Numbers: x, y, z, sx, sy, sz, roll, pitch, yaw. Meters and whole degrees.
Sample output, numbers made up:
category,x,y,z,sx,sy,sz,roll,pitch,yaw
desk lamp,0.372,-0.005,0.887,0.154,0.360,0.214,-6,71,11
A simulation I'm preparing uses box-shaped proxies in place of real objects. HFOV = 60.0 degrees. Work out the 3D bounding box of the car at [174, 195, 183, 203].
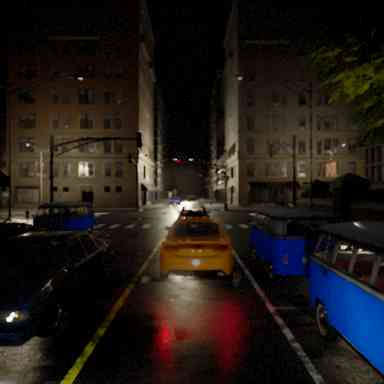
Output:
category,x,y,z,sx,sy,sz,roll,pitch,yaw
car,-3.080,1.580,76.071,1.882,1.535,5.008,0,0,0

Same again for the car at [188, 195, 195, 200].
category,x,y,z,sx,sy,sz,roll,pitch,yaw
car,-0.188,1.462,90.418,1.837,1.490,4.892,0,0,0

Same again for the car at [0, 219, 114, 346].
category,x,y,z,sx,sy,sz,roll,pitch,yaw
car,-3.049,1.558,6.934,2.033,1.411,5.357,0,0,1

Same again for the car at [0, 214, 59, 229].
category,x,y,z,sx,sy,sz,roll,pitch,yaw
car,-5.803,1.558,9.635,1.887,1.381,4.507,0,0,0

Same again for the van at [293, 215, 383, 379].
category,x,y,z,sx,sy,sz,roll,pitch,yaw
van,2.691,1.348,3.939,1.690,1.788,3.998,0,0,0

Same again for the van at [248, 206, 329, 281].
category,x,y,z,sx,sy,sz,roll,pitch,yaw
van,2.723,1.356,9.597,1.690,1.788,3.998,0,0,0

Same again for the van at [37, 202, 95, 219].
category,x,y,z,sx,sy,sz,roll,pitch,yaw
van,-5.770,1.362,15.295,1.690,1.788,3.998,0,0,0

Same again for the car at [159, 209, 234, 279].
category,x,y,z,sx,sy,sz,roll,pitch,yaw
car,0.133,1.493,10.187,1.882,1.535,5.008,0,0,1

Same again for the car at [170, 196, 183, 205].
category,x,y,z,sx,sy,sz,roll,pitch,yaw
car,-3.003,1.555,60.609,1.882,1.535,5.008,0,0,0

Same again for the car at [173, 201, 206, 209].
category,x,y,z,sx,sy,sz,roll,pitch,yaw
car,0.107,1.517,19.606,2.128,1.511,4.902,0,0,0

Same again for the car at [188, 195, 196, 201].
category,x,y,z,sx,sy,sz,roll,pitch,yaw
car,-0.112,1.698,80.444,1.895,1.301,4.718,0,0,0
